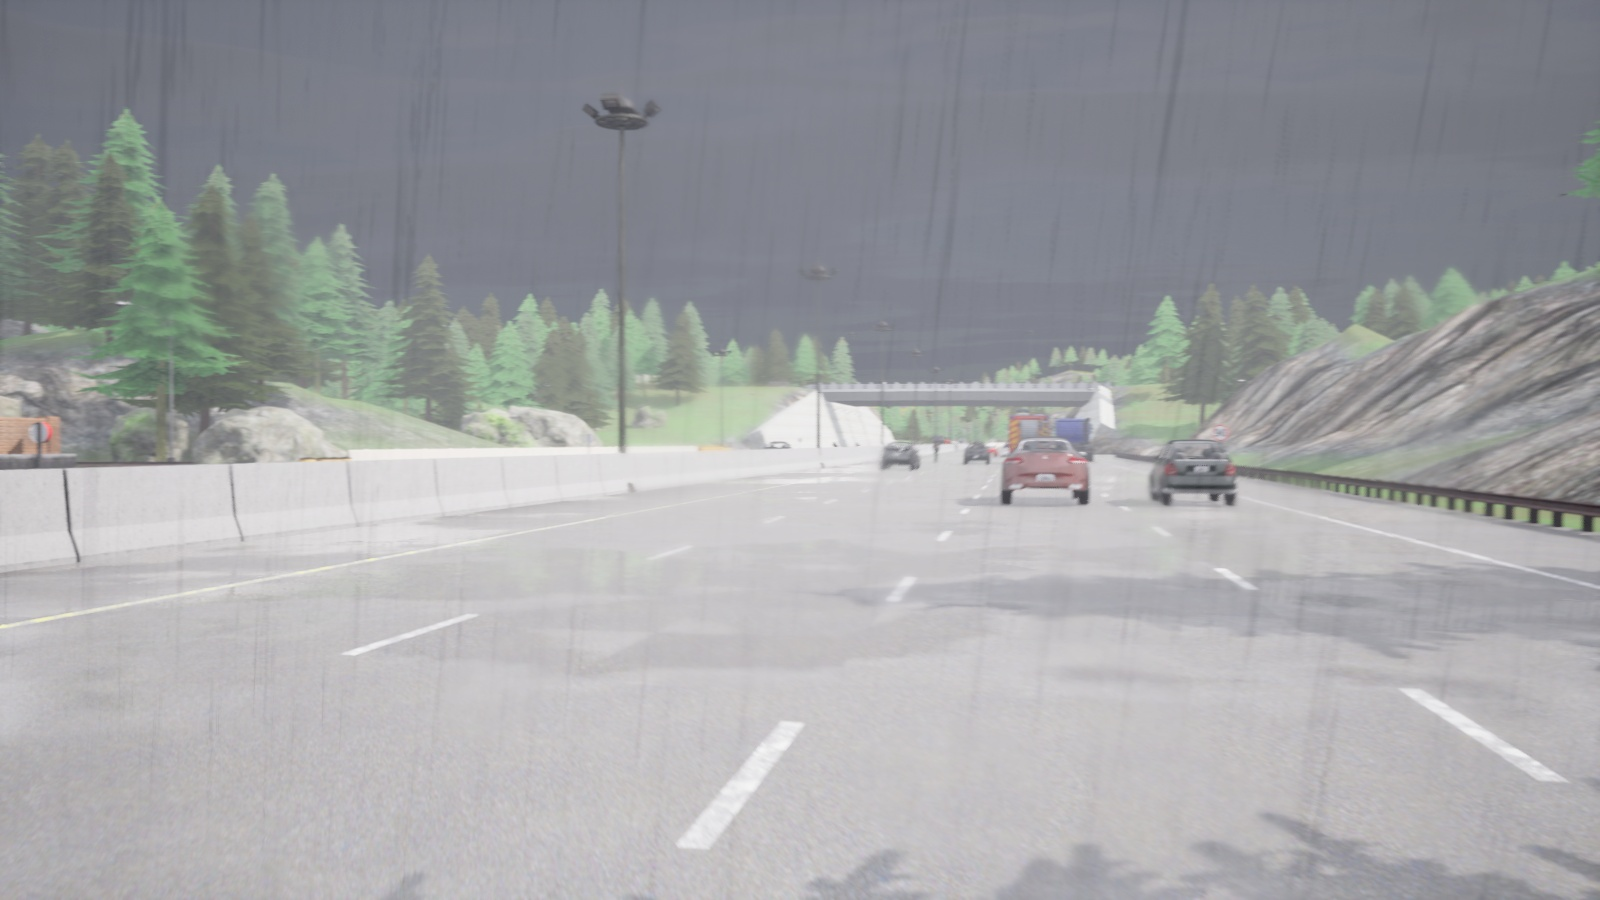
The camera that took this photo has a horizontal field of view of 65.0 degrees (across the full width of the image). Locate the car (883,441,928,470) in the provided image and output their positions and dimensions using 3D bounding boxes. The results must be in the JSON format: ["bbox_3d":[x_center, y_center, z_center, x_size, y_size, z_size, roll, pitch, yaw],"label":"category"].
[{"bbox_3d":[5.794,0.292,68.435,2.007,1.525,4.514,0,0,10],"label":"car"}]

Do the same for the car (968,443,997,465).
[{"bbox_3d":[12.423,0.256,85.503,1.816,1.474,4.193,0,0,10],"label":"car"}]

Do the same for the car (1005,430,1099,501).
[{"bbox_3d":[6.299,0.338,31.702,2.152,1.651,5.027,0,0,10],"label":"car"}]

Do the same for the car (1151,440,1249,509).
[{"bbox_3d":[9.608,0.545,30.378,1.789,1.549,3.705,0,0,10],"label":"car"}]

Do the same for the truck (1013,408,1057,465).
[{"bbox_3d":[16.762,-0.948,89.820,2.891,3.827,8.468,0,0,10],"label":"truck"}]

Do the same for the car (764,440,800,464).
[{"bbox_3d":[-1.252,0.127,88.554,1.851,1.617,3.988,0,0,10],"label":"car"}]
